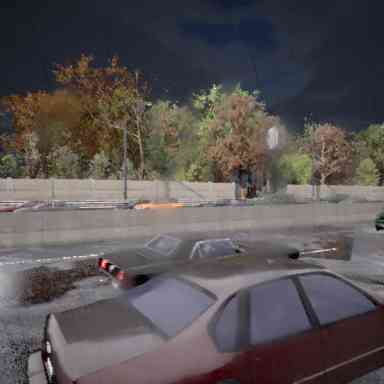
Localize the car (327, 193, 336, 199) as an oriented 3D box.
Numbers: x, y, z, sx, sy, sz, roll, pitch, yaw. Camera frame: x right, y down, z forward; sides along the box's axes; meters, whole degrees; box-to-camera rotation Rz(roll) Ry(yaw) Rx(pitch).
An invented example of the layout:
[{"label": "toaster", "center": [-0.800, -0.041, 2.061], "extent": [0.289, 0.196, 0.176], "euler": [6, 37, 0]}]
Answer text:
[{"label": "car", "center": [20.974, 1.228, 48.570], "extent": [5.566, 2.045, 2.150], "euler": [0, 0, -30]}]

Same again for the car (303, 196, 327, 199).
[{"label": "car", "center": [13.436, 1.493, 40.101], "extent": [4.902, 1.511, 2.128], "euler": [0, 0, -30]}]

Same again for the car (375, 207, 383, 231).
[{"label": "car", "center": [12.675, 1.354, 19.140], "extent": [4.553, 1.767, 2.097], "euler": [0, 0, -30]}]

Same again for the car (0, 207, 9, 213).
[{"label": "car", "center": [-13.629, 1.478, 28.301], "extent": [5.008, 1.535, 1.882], "euler": [0, 0, -30]}]

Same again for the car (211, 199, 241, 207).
[{"label": "car", "center": [5.035, 1.548, 35.180], "extent": [5.357, 1.411, 2.033], "euler": [0, 0, -31]}]

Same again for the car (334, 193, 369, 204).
[{"label": "car", "center": [21.952, 1.358, 45.090], "extent": [4.553, 1.767, 2.097], "euler": [0, 0, -30]}]

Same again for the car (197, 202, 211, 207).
[{"label": "car", "center": [3.174, 1.548, 38.152], "extent": [5.357, 1.411, 2.033], "euler": [0, 0, -30]}]

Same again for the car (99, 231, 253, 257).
[{"label": "car", "center": [0.355, 1.600, 7.865], "extent": [4.718, 1.301, 1.895], "euler": [0, 0, -30]}]

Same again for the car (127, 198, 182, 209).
[{"label": "car", "center": [-3.153, 1.352, 30.380], "extent": [4.553, 1.767, 2.097], "euler": [0, 0, -30]}]

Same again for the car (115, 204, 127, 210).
[{"label": "car", "center": [-5.260, 1.505, 33.200], "extent": [4.892, 1.490, 1.837], "euler": [0, 0, -30]}]

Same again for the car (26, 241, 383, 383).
[{"label": "car", "center": [0.943, 1.547, 4.153], "extent": [5.357, 1.411, 2.033], "euler": [0, 0, -30]}]

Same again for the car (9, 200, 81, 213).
[{"label": "car", "center": [-11.135, 1.492, 25.704], "extent": [4.902, 1.511, 2.128], "euler": [0, 0, -30]}]

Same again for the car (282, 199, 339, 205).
[{"label": "car", "center": [10.895, 1.601, 30.502], "extent": [4.718, 1.301, 1.895], "euler": [0, 0, -30]}]

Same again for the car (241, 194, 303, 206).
[{"label": "car", "center": [7.978, 1.222, 32.847], "extent": [5.566, 2.045, 2.150], "euler": [0, 0, -30]}]
